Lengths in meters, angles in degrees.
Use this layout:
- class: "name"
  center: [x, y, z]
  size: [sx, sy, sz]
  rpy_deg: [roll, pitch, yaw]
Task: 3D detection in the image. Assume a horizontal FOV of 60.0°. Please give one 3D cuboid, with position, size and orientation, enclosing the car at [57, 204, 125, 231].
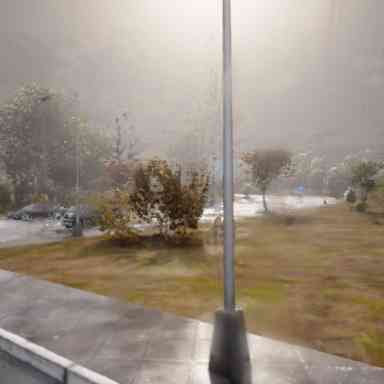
- class: "car"
  center: [-6.367, 1.541, 22.698]
  size: [2.097, 1.767, 4.553]
  rpy_deg: [-1, 0, 39]

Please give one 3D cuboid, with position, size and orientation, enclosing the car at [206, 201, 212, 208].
- class: "car"
  center: [0.917, 1.739, 48.637]
  size: [1.895, 1.301, 4.718]
  rpy_deg: [-1, 0, 39]

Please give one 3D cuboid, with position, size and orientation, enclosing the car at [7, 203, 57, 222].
- class: "car"
  center: [-14.013, 1.803, 30.101]
  size: [1.837, 1.490, 4.892]
  rpy_deg: [-1, 0, 39]
